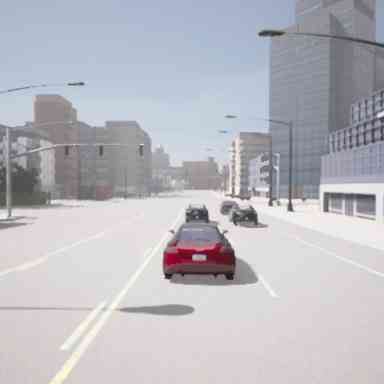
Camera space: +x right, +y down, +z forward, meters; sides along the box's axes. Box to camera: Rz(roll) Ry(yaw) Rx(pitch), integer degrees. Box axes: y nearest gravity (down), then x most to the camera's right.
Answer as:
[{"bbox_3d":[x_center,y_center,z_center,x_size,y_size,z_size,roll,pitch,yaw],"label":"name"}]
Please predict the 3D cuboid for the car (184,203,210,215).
[{"bbox_3d":[0.398,1.669,26.953,2.128,1.511,4.902,0,0,0],"label":"car"}]

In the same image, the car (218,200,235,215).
[{"bbox_3d":[4.006,1.617,36.241,1.837,1.490,4.892,0,1,1],"label":"car"}]

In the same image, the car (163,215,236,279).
[{"bbox_3d":[0.206,1.644,10.375,1.994,1.385,4.181,0,-1,1],"label":"car"}]

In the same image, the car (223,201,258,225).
[{"bbox_3d":[3.883,1.686,25.754,2.128,1.511,4.902,0,0,1],"label":"car"}]
